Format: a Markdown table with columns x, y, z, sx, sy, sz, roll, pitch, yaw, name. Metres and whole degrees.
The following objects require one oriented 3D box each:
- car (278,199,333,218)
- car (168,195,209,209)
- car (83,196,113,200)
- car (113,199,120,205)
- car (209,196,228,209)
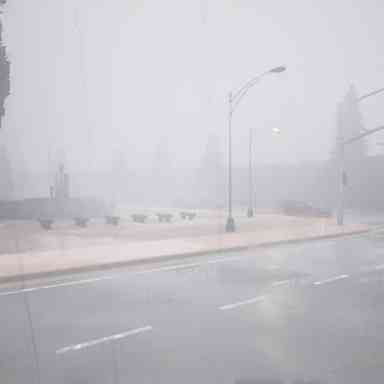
| x | y | z | sx | sy | sz | roll | pitch | yaw | name |
| --- | --- | --- | --- | --- | --- | --- | --- | --- | --- |
| 10.523 | 1.526 | 30.440 | 1.812 | 1.442 | 4.674 | 0 | 0 | -35 | car |
| -0.772 | 1.547 | 44.308 | 5.357 | 1.411 | 2.033 | 0 | 0 | 41 | car |
| -15.626 | 1.418 | 52.646 | 4.892 | 1.490 | 1.837 | 0 | 0 | 17 | car |
| -14.519 | 1.485 | 55.962 | 5.008 | 1.535 | 1.882 | 0 | 0 | 17 | car |
| 2.666 | 1.352 | 45.655 | 4.553 | 1.767 | 2.097 | 0 | 0 | 42 | car |
